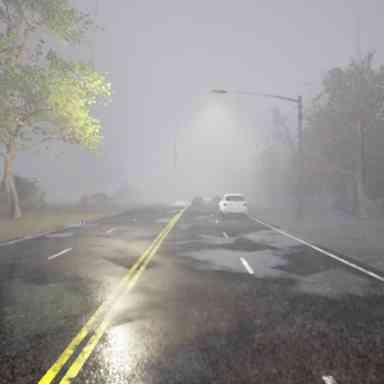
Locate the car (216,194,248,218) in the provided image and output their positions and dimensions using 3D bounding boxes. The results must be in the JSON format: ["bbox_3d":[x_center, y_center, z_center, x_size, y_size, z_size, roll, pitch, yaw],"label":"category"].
[{"bbox_3d":[3.594,1.189,29.616,2.150,2.045,5.566,1,0,2],"label":"car"}]

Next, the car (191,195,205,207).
[{"bbox_3d":[0.862,1.496,48.820,2.033,1.411,5.357,0,0,4],"label":"car"}]

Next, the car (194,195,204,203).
[{"bbox_3d":[1.439,1.414,67.770,1.812,1.442,4.674,0,0,2],"label":"car"}]

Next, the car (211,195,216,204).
[{"bbox_3d":[4.346,1.332,58.431,2.033,1.649,4.856,1,0,2],"label":"car"}]
